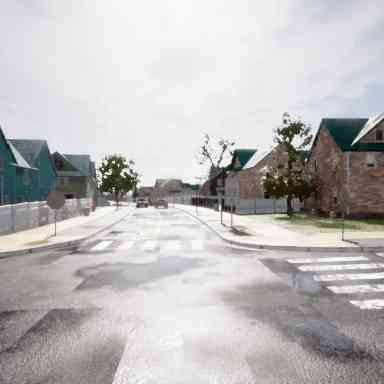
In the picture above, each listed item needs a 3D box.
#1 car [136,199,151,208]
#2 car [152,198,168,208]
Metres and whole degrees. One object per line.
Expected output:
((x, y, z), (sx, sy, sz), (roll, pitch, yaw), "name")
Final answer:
((-8.388, 1.846, 55.946), (1.812, 1.442, 4.674), (0, -1, -11), "car")
((-4.853, 1.784, 52.369), (1.837, 1.490, 4.892), (0, -1, -11), "car")
